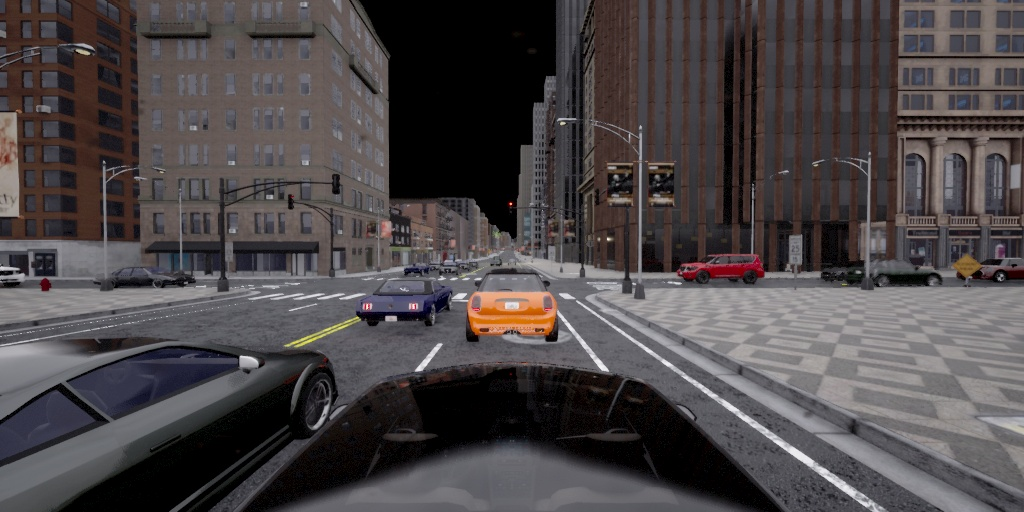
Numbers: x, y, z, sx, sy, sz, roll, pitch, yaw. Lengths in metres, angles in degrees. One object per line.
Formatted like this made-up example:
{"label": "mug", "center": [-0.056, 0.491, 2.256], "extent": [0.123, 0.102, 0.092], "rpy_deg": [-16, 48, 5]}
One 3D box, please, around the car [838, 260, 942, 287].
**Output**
{"label": "car", "center": [23.795, 1.025, 22.444], "extent": [4.553, 1.767, 2.097], "rpy_deg": [0, 1, 0]}

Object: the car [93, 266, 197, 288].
{"label": "car", "center": [-24.107, 1.397, 23.599], "extent": [5.357, 1.411, 2.033], "rpy_deg": [0, 1, 0]}

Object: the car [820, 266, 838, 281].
{"label": "car", "center": [24.895, 1.119, 25.641], "extent": [4.892, 1.490, 1.837], "rpy_deg": [0, 1, 0]}

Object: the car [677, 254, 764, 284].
{"label": "car", "center": [14.840, 0.876, 25.604], "extent": [5.566, 2.045, 2.150], "rpy_deg": [0, 1, 0]}

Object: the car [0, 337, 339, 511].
{"label": "car", "center": [-3.158, 1.314, 2.766], "extent": [1.994, 1.385, 4.181], "rpy_deg": [0, 0, 1]}

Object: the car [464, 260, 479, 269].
{"label": "car", "center": [-6.581, 1.343, 58.801], "extent": [1.994, 1.385, 4.181], "rpy_deg": [0, 0, 0]}

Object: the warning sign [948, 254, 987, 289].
{"label": "warning sign", "center": [25.178, 0.827, 19.839], "extent": [1.060, 1.860, 1.300], "rpy_deg": [0, 0, 0]}

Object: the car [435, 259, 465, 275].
{"label": "car", "center": [-6.599, 1.331, 38.822], "extent": [1.994, 1.385, 4.181], "rpy_deg": [0, 0, 0]}

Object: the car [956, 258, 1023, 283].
{"label": "car", "center": [35.014, 0.926, 25.670], "extent": [4.553, 1.767, 2.097], "rpy_deg": [0, 1, 0]}

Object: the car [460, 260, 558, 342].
{"label": "car", "center": [0.010, 1.101, 9.934], "extent": [2.097, 1.767, 4.553], "rpy_deg": [0, 0, 0]}

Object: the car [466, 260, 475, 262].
{"label": "car", "center": [-6.599, 1.338, 48.781], "extent": [1.994, 1.385, 4.181], "rpy_deg": [0, 0, 0]}

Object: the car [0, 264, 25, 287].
{"label": "car", "center": [-36.016, 1.112, 23.665], "extent": [5.566, 2.045, 2.150], "rpy_deg": [0, 1, 0]}

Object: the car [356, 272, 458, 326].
{"label": "car", "center": [-3.149, 1.350, 11.585], "extent": [1.895, 1.301, 4.718], "rpy_deg": [0, 0, 0]}

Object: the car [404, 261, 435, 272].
{"label": "car", "center": [-9.851, 1.367, 37.615], "extent": [1.895, 1.301, 4.718], "rpy_deg": [0, 0, 0]}
